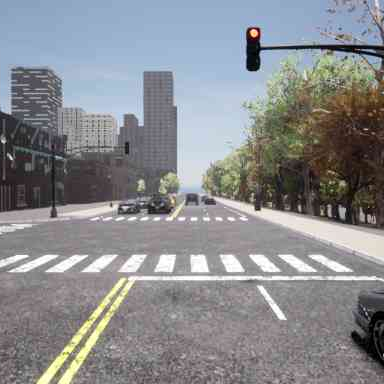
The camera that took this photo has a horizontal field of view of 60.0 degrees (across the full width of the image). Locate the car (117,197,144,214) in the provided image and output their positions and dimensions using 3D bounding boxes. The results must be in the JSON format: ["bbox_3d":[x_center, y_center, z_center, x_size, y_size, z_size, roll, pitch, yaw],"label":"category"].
[{"bbox_3d":[-6.661,1.481,35.582,2.128,1.511,4.902,0,0,0],"label":"car"}]

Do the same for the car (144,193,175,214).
[{"bbox_3d":[-3.422,1.210,35.909,2.150,2.045,5.566,0,0,1],"label":"car"}]

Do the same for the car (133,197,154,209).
[{"bbox_3d":[-6.675,1.476,45.983,2.128,1.511,4.902,0,0,0],"label":"car"}]

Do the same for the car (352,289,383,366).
[{"bbox_3d":[3.345,1.547,2.571,2.033,1.411,5.357,0,0,0],"label":"car"}]

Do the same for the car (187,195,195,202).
[{"bbox_3d":[-0.151,1.494,75.823,1.812,1.442,4.674,0,0,0],"label":"car"}]

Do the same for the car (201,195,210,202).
[{"bbox_3d":[3.103,1.448,75.917,1.882,1.535,5.008,0,0,0],"label":"car"}]

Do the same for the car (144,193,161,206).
[{"bbox_3d":[-6.694,1.201,56.672,2.150,2.045,5.566,0,0,1],"label":"car"}]

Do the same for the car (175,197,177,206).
[{"bbox_3d":[-3.426,1.462,45.907,1.882,1.535,5.008,0,0,0],"label":"car"}]

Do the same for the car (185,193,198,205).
[{"bbox_3d":[-0.019,1.195,60.180,2.150,2.045,5.566,0,-1,0],"label":"car"}]

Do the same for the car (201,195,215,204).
[{"bbox_3d":[3.229,1.541,61.121,1.994,1.385,4.181,0,0,0],"label":"car"}]
